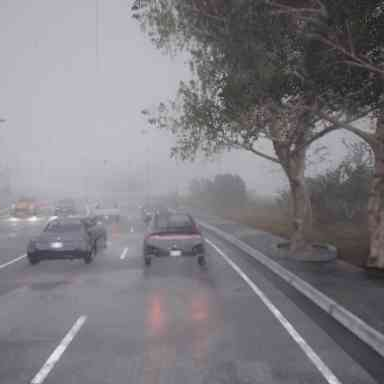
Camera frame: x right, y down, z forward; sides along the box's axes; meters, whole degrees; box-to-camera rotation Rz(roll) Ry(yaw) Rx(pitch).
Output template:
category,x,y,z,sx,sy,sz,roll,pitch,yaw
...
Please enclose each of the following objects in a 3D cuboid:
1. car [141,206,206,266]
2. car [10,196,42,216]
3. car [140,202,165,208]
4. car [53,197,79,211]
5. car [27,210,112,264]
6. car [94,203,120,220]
category,x,y,z,sx,sy,sz,roll,pitch,yaw
car,-0.691,1.465,11.490,2.128,1.511,4.902,0,0,-6
car,-15.289,1.203,30.779,2.097,1.767,4.553,-1,2,-16
car,-2.807,1.428,24.906,2.033,1.411,5.357,-1,1,-12
car,-11.858,1.302,31.521,1.837,1.490,4.892,-1,2,-16
car,-4.252,1.565,11.911,1.994,1.385,4.181,0,0,-7
car,-6.759,1.490,26.505,1.895,1.301,4.718,-1,1,-13
